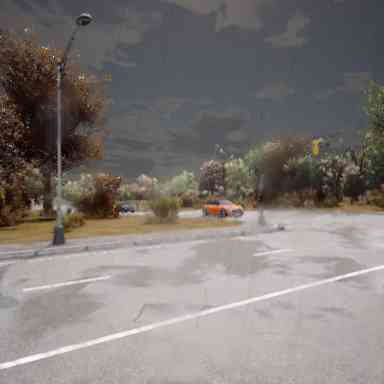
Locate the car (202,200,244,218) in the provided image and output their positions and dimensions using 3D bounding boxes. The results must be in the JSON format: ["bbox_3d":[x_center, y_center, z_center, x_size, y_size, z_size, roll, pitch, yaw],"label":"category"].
[{"bbox_3d":[2.952,1.520,32.052,2.097,1.767,4.553,0,-2,-33],"label":"car"}]

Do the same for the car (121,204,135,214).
[{"bbox_3d":[-10.835,2.730,53.592,1.882,1.535,5.008,0,-3,-33],"label":"car"}]
